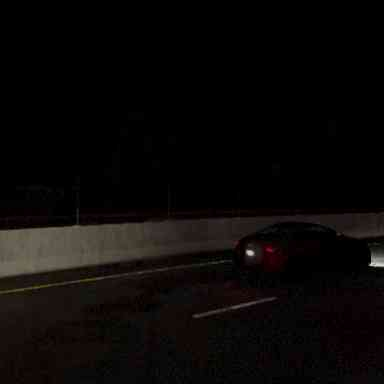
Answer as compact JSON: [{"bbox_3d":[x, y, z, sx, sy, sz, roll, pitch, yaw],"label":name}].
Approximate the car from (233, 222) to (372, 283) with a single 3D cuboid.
[{"bbox_3d":[3.248,1.565,9.663,4.181,1.385,1.994,0,0,-30],"label":"car"}]
